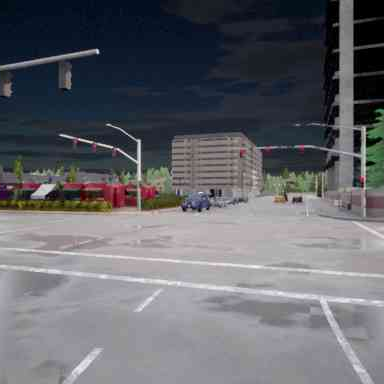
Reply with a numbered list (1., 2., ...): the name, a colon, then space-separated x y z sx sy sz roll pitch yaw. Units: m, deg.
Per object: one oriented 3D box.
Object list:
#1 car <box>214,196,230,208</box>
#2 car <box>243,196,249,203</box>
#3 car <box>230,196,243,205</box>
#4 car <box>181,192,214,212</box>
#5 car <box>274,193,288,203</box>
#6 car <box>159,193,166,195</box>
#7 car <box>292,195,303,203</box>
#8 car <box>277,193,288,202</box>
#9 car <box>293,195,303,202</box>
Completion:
1. car: 3.724 1.594 48.548 1.895 1.301 4.718 0 0 19
2. car: 10.314 1.537 67.656 2.033 1.411 5.357 0 0 19
3. car: 6.844 1.483 57.666 2.128 1.511 4.902 0 0 19
4. car: 0.580 1.216 39.305 2.150 2.045 5.566 0 0 19
5. car: 18.205 1.467 69.000 1.882 1.535 5.008 0 0 19
6. car: -8.000 1.197 81.429 4.605 1.855 1.932 0 0 19
7. car: 21.419 1.467 67.598 1.882 1.535 5.008 0 0 19
8. car: 21.513 1.213 78.819 2.150 2.045 5.566 0 0 19
9. car: 24.708 1.513 77.343 2.128 1.511 4.902 0 0 19
